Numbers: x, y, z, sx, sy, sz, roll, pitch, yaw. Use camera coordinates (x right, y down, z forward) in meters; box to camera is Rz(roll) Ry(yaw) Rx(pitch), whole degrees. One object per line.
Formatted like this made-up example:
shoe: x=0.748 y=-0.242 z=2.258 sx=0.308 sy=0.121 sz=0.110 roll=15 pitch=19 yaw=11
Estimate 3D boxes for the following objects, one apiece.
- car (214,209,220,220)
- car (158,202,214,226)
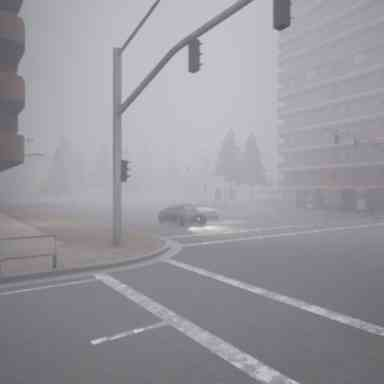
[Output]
car: x=0.358 y=1.544 z=28.003 sx=1.812 sy=1.442 sz=4.674 roll=0 pitch=0 yaw=-35
car: x=-0.690 y=1.578 z=23.402 sx=1.994 sy=1.385 sz=4.181 roll=0 pitch=0 yaw=-35
